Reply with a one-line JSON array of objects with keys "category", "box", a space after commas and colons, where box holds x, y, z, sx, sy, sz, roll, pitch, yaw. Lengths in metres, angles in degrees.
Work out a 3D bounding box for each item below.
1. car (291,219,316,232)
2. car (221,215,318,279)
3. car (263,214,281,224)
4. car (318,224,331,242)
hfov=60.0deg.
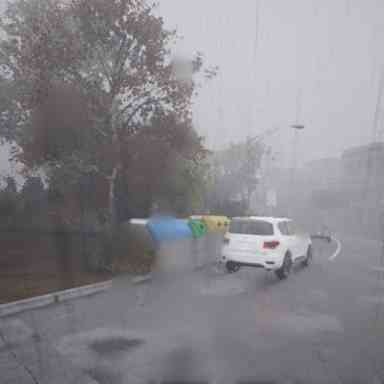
[{"category": "car", "box": [14.503, 4.372, 43.584, 2.033, 1.411, 5.357, 0, -3, 7]}, {"category": "car", "box": [3.121, 2.006, 13.069, 2.150, 2.045, 5.566, 0, -4, 32]}, {"category": "car", "box": [14.709, 4.955, 61.343, 1.994, 1.385, 4.181, 0, -1, -4]}, {"category": "car", "box": [10.770, 3.439, 28.425, 2.033, 1.411, 5.357, 0, -4, 19]}]
